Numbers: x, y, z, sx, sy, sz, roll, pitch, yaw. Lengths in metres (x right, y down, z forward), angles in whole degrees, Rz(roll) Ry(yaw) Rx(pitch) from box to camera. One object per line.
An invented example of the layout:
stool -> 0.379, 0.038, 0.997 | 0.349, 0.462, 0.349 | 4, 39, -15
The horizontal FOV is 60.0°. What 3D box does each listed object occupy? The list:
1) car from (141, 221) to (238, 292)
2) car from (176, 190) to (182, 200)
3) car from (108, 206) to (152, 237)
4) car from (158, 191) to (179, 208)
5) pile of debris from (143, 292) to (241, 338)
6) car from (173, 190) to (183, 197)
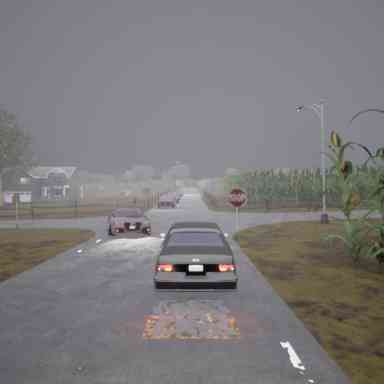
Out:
car -> 0.076, 1.510, 8.985 | 2.033, 1.411, 5.357 | 0, 0, 0
car -> -2.849, 0.840, 48.698 | 1.882, 1.535, 5.008 | 0, 2, 0
car -> -3.332, 1.448, 17.420 | 1.994, 1.385, 4.181 | 0, 0, -17
car -> -2.892, 1.050, 39.285 | 1.882, 1.535, 5.008 | 0, 1, 1
pile of debris -> -0.004, 2.158, 5.998 | 1.500, 0.140, 1.860 | 0, 0, 0
car -> -2.791, 0.309, 68.354 | 1.994, 1.385, 4.181 | 0, 2, 0
